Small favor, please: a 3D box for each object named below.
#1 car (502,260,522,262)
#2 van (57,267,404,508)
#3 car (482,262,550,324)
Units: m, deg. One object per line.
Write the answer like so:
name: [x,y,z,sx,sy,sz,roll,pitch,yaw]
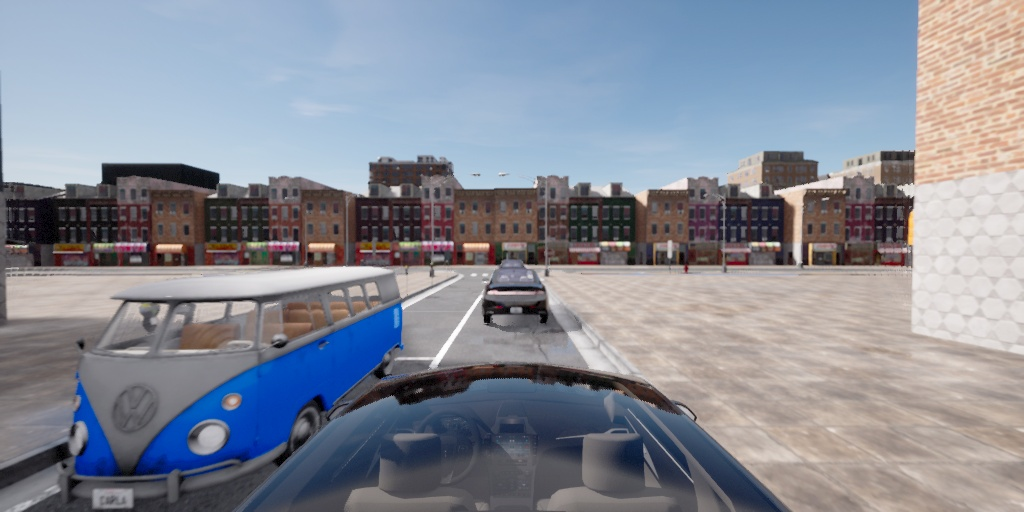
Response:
car: [0.016,0.989,24.013,2.128,1.511,4.902,0,1,0]
van: [-2.647,1.059,4.478,1.690,1.789,3.998,0,0,0]
car: [0.069,1.129,11.465,2.128,1.511,4.902,0,1,-1]
